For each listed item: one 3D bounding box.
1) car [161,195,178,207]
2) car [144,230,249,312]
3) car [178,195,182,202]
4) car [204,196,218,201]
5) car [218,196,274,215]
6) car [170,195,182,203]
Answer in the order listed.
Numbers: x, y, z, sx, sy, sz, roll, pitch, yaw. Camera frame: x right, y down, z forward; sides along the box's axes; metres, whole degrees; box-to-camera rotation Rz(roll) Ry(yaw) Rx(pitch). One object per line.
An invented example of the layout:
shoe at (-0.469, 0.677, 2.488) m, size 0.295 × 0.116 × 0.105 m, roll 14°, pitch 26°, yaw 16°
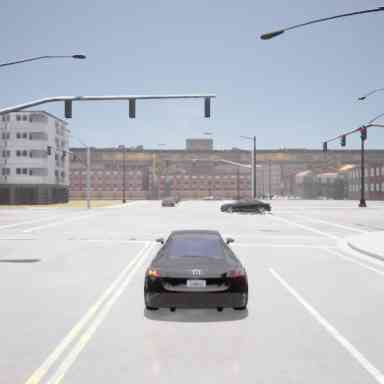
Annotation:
car at (-3.637, 1.524, 51.769) m, size 1.812 × 1.442 × 4.674 m, roll 0°, pitch 0°, yaw 0°
car at (0.077, 1.564, 7.792) m, size 1.994 × 1.385 × 4.181 m, roll 0°, pitch 0°, yaw 0°
car at (-3.623, 1.488, 62.733) m, size 2.128 × 1.511 × 4.902 m, roll 0°, pitch 0°, yaw 0°
car at (5.281, 1.592, 84.765) m, size 1.895 × 1.301 × 4.718 m, roll 0°, pitch 0°, yaw 43°
car at (5.356, 1.430, 33.085) m, size 5.008 × 1.535 × 1.882 m, roll 0°, pitch 0°, yaw 2°
car at (-3.452, 1.497, 73.118) m, size 1.837 × 1.490 × 4.892 m, roll 0°, pitch 0°, yaw 6°
